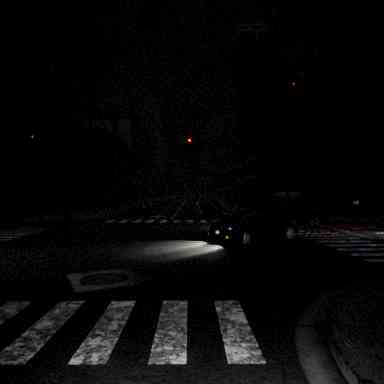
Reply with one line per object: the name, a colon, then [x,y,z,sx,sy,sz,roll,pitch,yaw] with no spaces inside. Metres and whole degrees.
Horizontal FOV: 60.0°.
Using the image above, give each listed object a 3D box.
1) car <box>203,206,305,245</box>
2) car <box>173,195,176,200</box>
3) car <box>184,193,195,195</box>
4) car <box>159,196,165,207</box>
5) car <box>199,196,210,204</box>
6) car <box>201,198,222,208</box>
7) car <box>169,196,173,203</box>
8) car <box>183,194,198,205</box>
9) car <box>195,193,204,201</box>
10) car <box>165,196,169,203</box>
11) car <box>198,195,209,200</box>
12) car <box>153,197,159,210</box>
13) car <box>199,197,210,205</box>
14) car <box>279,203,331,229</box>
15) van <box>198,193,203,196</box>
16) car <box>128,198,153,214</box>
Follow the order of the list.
car: [2.825,1.553,15.320,4.181,1.385,1.994,0,-1,-29]
car: [-5.658,1.694,80.246,2.008,1.369,4.403,0,0,0]
car: [-0.275,1.625,73.874,1.837,1.490,4.892,0,0,0]
car: [-5.684,1.653,52.692,1.802,1.307,4.206,0,0,0]
car: [2.336,1.641,47.175,1.802,1.307,4.206,0,0,0]
car: [2.326,1.606,36.152,1.947,1.339,4.313,0,0,0]
car: [-5.668,1.552,69.225,1.967,1.590,4.097,0,0,0]
car: [-0.206,1.634,59.738,2.033,1.411,5.357,0,0,1]
car: [2.009,1.401,90.152,2.150,2.045,5.566,0,0,0]
car: [-5.678,1.634,58.203,2.008,1.369,4.403,0,0,0]
car: [2.341,1.637,52.685,1.947,1.339,4.313,0,0,0]
car: [-5.694,1.490,41.671,1.967,1.590,4.097,0,0,0]
car: [2.351,1.647,63.706,2.008,1.369,4.403,0,0,0]
car: [6.184,1.493,21.165,4.892,1.490,1.837,0,1,8]
van: [2.346,1.424,58.196,1.690,1.788,3.998,0,0,0]
car: [-5.699,1.480,36.160,1.967,1.590,4.097,0,0,0]
